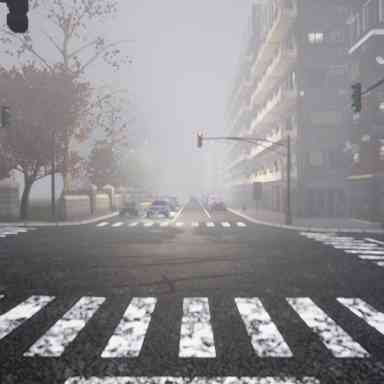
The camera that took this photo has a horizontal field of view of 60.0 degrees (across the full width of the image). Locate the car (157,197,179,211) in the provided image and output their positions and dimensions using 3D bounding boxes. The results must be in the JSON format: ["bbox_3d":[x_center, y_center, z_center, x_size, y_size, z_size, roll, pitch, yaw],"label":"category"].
[{"bbox_3d":[-2.979,1.590,40.432,1.895,1.301,4.718,0,0,0],"label":"car"}]

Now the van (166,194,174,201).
[{"bbox_3d":[-5.456,1.363,81.786,1.690,1.788,3.998,0,0,0],"label":"van"}]

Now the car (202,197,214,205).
[{"bbox_3d":[2.860,1.549,59.241,2.008,1.369,4.403,0,0,0],"label":"car"}]

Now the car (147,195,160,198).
[{"bbox_3d":[-5.568,1.514,42.205,1.752,1.417,4.829,0,0,0],"label":"car"}]

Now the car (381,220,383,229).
[{"bbox_3d":[13.518,1.588,18.737,5.009,1.841,2.192,1,-1,0],"label":"car"}]

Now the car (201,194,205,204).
[{"bbox_3d":[2.845,1.435,53.611,1.967,1.590,4.097,0,0,0],"label":"car"}]

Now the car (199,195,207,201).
[{"bbox_3d":[2.940,1.470,87.391,1.967,1.590,4.097,0,0,0],"label":"car"}]

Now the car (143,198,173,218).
[{"bbox_3d":[-3.008,1.514,30.508,1.812,1.442,4.674,0,0,0],"label":"car"}]

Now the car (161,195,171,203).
[{"bbox_3d":[-5.487,1.449,70.525,1.967,1.590,4.097,0,0,0],"label":"car"}]

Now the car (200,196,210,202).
[{"bbox_3d":[2.908,1.565,76.132,2.008,1.369,4.403,0,0,0],"label":"car"}]

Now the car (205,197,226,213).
[{"bbox_3d":[2.796,1.533,36.720,1.887,1.381,4.507,0,0,0],"label":"car"}]

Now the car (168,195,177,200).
[{"bbox_3d":[-5.424,1.591,93.045,2.008,1.369,4.403,0,0,0],"label":"car"}]

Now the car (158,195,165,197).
[{"bbox_3d":[-5.552,1.307,48.005,2.192,1.841,5.009,0,0,0],"label":"car"}]

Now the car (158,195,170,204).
[{"bbox_3d":[-5.504,1.443,64.896,1.967,1.590,4.097,0,0,0],"label":"car"}]

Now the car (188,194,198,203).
[{"bbox_3d":[0.213,1.364,71.611,2.097,1.767,4.553,0,0,0],"label":"car"}]

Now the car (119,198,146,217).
[{"bbox_3d":[-5.600,1.554,31.114,1.947,1.339,4.313,0,0,0],"label":"car"}]

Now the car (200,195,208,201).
[{"bbox_3d":[2.924,1.567,81.762,1.887,1.381,4.507,0,0,0],"label":"car"}]

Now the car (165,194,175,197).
[{"bbox_3d":[-2.934,1.498,50.623,1.837,1.490,4.892,0,0,0],"label":"car"}]

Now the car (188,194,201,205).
[{"bbox_3d":[0.266,1.524,58.347,1.812,1.442,4.674,0,0,0],"label":"car"}]

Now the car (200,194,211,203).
[{"bbox_3d":[2.893,1.323,70.501,2.192,1.841,5.009,0,0,0],"label":"car"}]

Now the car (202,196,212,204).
[{"bbox_3d":[2.876,1.548,64.871,1.887,1.381,4.507,0,0,0],"label":"car"}]

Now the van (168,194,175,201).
[{"bbox_3d":[-5.440,1.372,87.415,1.690,1.788,3.998,0,0,0],"label":"van"}]

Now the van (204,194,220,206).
[{"bbox_3d":[2.813,1.330,42.351,1.690,1.788,3.998,0,0,0],"label":"van"}]
